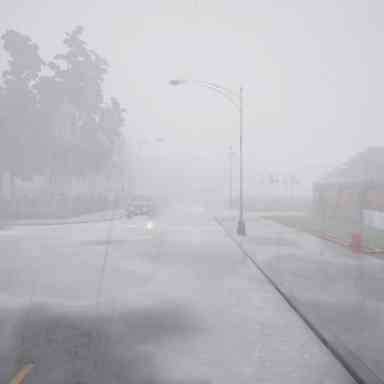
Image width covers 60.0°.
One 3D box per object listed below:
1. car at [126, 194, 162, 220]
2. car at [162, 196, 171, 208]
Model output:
[{"bbox_3d":[-4.189,1.223,28.740,2.150,2.045,5.566,0,0,0],"label":"car"},{"bbox_3d":[-4.222,1.352,48.672,2.097,1.767,4.553,0,0,0],"label":"car"}]
